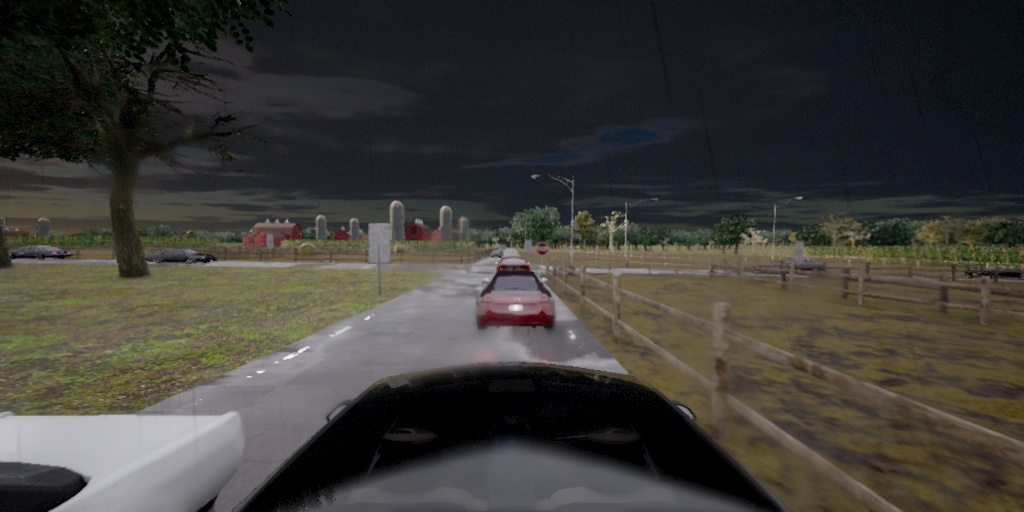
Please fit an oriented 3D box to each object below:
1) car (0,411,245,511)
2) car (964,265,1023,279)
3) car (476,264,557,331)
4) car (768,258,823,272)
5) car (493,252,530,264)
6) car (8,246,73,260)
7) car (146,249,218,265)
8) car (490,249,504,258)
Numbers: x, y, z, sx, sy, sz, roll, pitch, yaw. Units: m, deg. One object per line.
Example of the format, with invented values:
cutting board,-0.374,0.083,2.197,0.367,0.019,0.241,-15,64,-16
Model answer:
car,-2.850,1.386,0.311,1.895,1.301,4.718,0,1,0
car,49.106,1.603,36.338,4.718,1.301,1.895,2,2,0
car,0.096,1.097,10.173,1.994,1.385,4.181,0,1,0
car,28.659,0.958,36.291,4.902,1.511,2.128,1,2,0
car,0.050,0.745,20.469,1.882,1.535,5.008,0,1,-1
car,-47.383,-0.323,35.768,5.357,1.411,2.033,1,2,0
car,-30.337,0.027,32.976,5.357,1.411,2.033,1,2,0
car,-2.789,-0.384,63.879,1.837,1.490,4.892,0,2,1
